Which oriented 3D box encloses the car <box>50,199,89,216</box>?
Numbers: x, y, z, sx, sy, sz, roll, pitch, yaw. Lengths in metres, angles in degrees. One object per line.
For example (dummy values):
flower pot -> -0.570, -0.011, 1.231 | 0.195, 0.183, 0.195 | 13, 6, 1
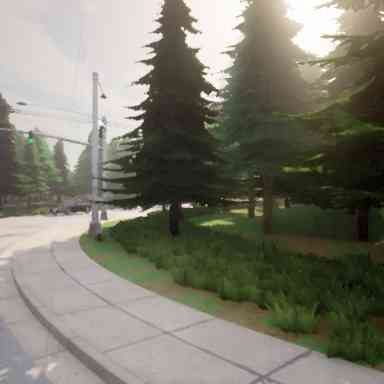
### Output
car -> -12.134, 1.512, 33.553 | 2.128, 1.511, 4.902 | 0, 0, 18
